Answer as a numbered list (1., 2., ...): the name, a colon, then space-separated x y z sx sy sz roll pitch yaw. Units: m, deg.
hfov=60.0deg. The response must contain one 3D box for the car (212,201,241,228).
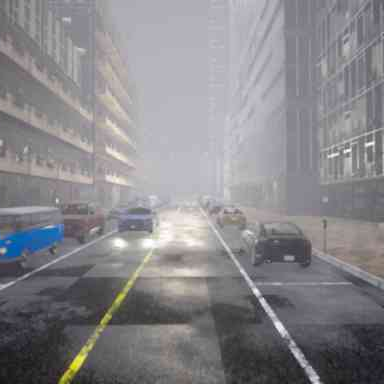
1. car: 2.578 1.591 22.523 1.752 1.417 4.829 1 0 0

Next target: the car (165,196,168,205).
1. car: -5.990 1.806 61.051 1.802 1.307 4.206 1 0 0

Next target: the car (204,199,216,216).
1. car: 2.514 1.684 33.450 1.802 1.307 4.206 1 0 0

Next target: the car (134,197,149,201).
1. car: -5.863 1.575 33.319 1.967 1.590 4.097 1 0 0

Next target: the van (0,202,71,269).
1. van: -5.735 1.402 11.133 1.690 1.788 3.998 1 0 0

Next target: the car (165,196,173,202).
1. car: -6.148 1.891 88.785 1.802 1.307 4.206 1 0 0

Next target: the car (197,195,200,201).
1. car: 2.358 1.631 61.189 1.967 1.590 4.097 1 0 0

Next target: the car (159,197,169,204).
1. car: -6.052 1.783 71.974 1.752 1.417 4.829 1 0 0

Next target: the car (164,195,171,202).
1. car: -6.018 1.556 66.598 2.192 1.841 5.009 1 0 0

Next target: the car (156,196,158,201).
1. car: -5.937 1.696 44.241 1.752 1.417 4.829 1 0 0

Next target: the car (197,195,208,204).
1. car: 2.297 1.541 72.285 2.192 1.841 5.009 1 0 0

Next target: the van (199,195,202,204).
1. van: 2.423 1.498 50.094 1.690 1.788 3.998 1 0 0

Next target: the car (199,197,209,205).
1. car: 2.324 1.734 66.907 1.752 1.417 4.829 1 0 0

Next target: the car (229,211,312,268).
1. car: 2.641 1.579 11.258 2.008 1.369 4.403 1 0 0

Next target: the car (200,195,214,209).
1. car: 2.453 1.579 44.546 1.967 1.590 4.097 1 0 0

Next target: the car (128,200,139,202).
1. car: -5.833 1.667 27.772 2.008 1.369 4.403 1 0 0

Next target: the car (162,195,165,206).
1. car: -5.957 1.731 55.335 1.752 1.417 4.829 1 0 0

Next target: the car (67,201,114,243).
1. car: -5.766 1.394 16.679 2.192 1.841 5.009 1 0 0

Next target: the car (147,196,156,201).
1. car: -5.896 1.469 38.866 2.192 1.841 5.009 1 0 0

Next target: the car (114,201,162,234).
1. car: -3.113 1.557 19.983 1.882 1.535 5.008 0 0 0

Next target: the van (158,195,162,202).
1. van: -5.931 1.530 49.959 1.690 1.788 3.998 1 0 0

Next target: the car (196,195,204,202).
1. car: 2.200 1.717 88.928 1.967 1.590 4.097 1 0 0
